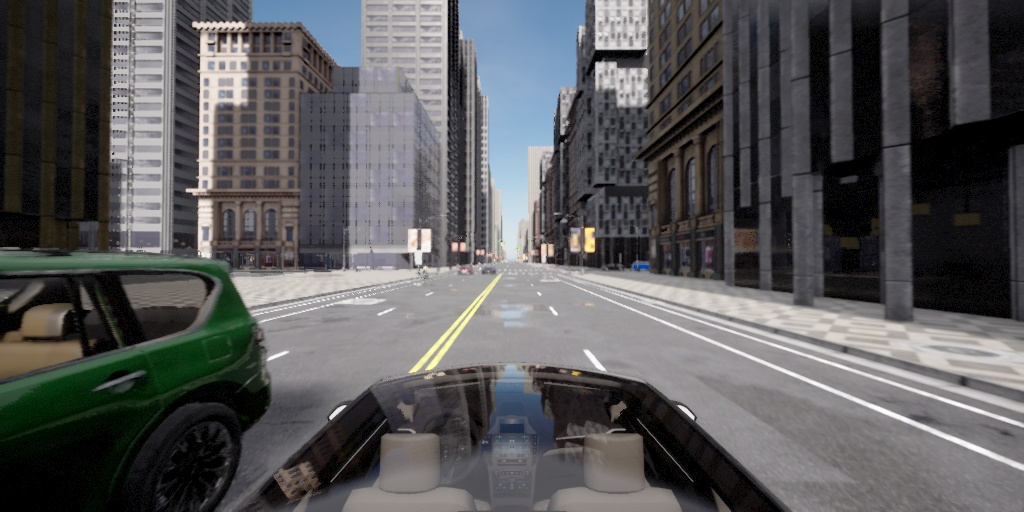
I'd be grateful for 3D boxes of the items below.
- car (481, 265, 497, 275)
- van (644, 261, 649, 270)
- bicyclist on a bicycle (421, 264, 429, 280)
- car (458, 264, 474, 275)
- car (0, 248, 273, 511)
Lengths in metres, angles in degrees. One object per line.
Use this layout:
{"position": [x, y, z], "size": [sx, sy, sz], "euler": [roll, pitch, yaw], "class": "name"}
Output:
{"position": [-3.255, 1.956, 51.522], "size": [1.994, 1.385, 4.181], "euler": [0, -1, 0], "class": "car"}
{"position": [24.706, 1.770, 59.621], "size": [3.998, 1.789, 1.690], "euler": [0, 0, 0], "class": "van"}
{"position": [-8.755, 1.624, 36.147], "size": [0.866, 1.612, 1.509], "euler": [0, -1, 0], "class": "bicyclist on a bicycle"}
{"position": [-6.508, 1.909, 51.311], "size": [1.812, 1.442, 4.674], "euler": [0, -1, 0], "class": "car"}
{"position": [-3.350, 0.964, 1.101], "size": [2.150, 2.045, 5.566], "euler": [0, -1, 0], "class": "car"}
